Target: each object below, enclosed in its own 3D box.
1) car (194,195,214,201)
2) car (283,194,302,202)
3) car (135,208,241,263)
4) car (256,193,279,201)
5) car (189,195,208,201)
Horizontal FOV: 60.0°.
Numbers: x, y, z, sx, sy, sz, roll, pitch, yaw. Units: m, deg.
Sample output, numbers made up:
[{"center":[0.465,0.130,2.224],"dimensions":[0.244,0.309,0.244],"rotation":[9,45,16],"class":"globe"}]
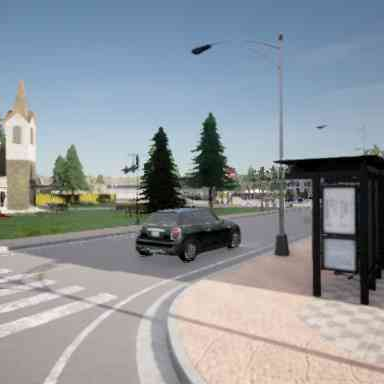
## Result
[{"center":[3.339,1.605,92.780],"dimensions":[5.027,1.636,2.152],"rotation":[0,0,35],"class":"car"},{"center":[22.885,1.507,75.224],"dimensions":[3.633,1.501,1.845],"rotation":[0,0,35],"class":"car"},{"center":[0.045,1.375,12.501],"dimensions":[2.097,1.767,4.553],"rotation":[0,0,35],"class":"car"},{"center":[18.527,1.558,81.929],"dimensions":[3.806,1.475,1.970],"rotation":[0,0,35],"class":"car"},{"center":[1.578,1.613,90.183],"dimensions":[4.514,1.523,2.007],"rotation":[0,0,35],"class":"car"}]
